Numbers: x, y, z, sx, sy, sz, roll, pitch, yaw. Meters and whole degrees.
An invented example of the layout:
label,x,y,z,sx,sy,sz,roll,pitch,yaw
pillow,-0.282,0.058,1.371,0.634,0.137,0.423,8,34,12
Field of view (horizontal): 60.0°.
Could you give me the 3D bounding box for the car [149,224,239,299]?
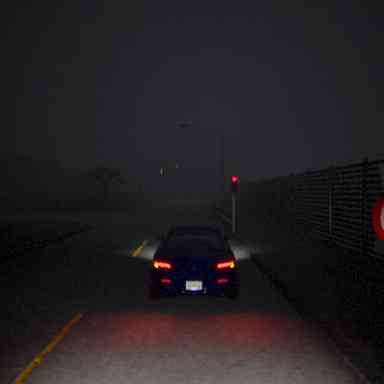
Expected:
label,x,y,z,sx,sy,sz,roll,pitch,yaw
car,0.057,1.515,8.291,1.812,1.442,4.674,0,0,1
